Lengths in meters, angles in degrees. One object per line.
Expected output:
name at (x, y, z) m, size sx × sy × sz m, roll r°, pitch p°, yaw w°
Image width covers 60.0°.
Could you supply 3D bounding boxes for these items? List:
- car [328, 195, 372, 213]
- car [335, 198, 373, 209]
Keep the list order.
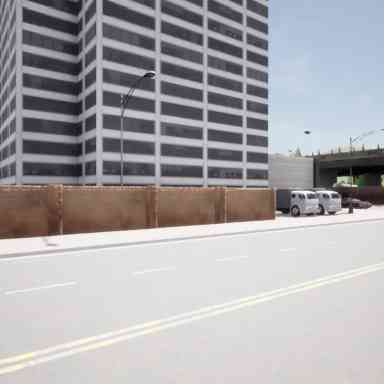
car at (20.177, 1.470, 42.047) m, size 1.812 × 1.442 × 4.674 m, roll 0°, pitch 0°, yaw -36°
car at (22.052, 1.509, 45.441) m, size 1.994 × 1.385 × 4.181 m, roll 0°, pitch 0°, yaw -36°
